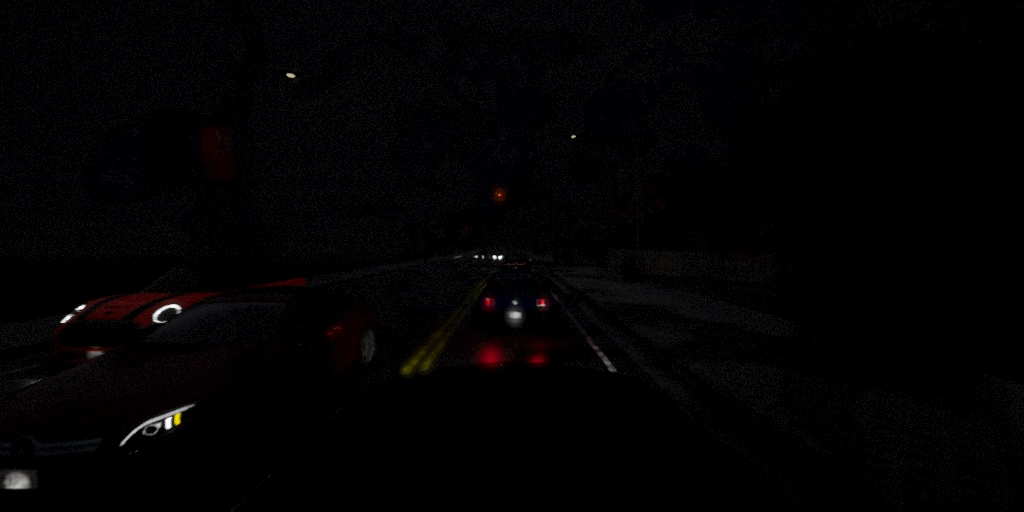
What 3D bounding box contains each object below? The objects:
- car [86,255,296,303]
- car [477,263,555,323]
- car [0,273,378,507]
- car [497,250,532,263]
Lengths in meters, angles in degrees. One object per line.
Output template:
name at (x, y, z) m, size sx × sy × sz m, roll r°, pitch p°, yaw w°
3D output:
car at (-6.545, 0.908, 7.882) m, size 2.097 × 1.767 × 4.553 m, roll 0°, pitch 2°, yaw 1°
car at (0.151, 1.069, 10.801) m, size 1.895 × 1.301 × 4.718 m, roll 0°, pitch 2°, yaw 1°
car at (-3.325, 1.181, 4.742) m, size 1.812 × 1.442 × 4.674 m, roll 0°, pitch 2°, yaw 0°
car at (0.248, 0.580, 23.428) m, size 1.837 × 1.490 × 4.892 m, roll 0°, pitch 2°, yaw 1°
